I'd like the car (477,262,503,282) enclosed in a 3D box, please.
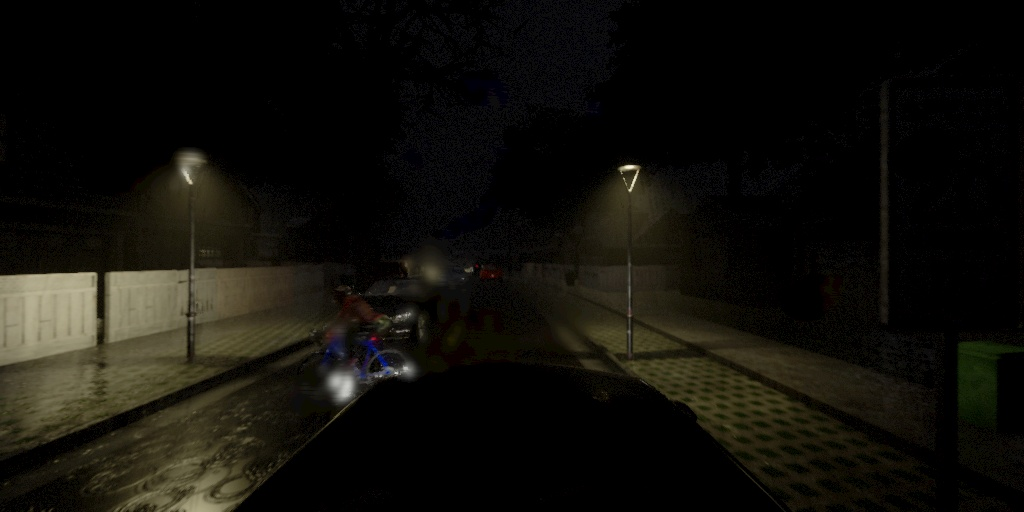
[{"bbox_3d":[-1.972,1.553,33.289,1.882,1.535,5.008,0,-1,-7],"label":"car"}]

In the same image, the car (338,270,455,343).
[{"bbox_3d":[-3.069,1.324,10.007,2.128,1.511,4.902,0,0,-2],"label":"car"}]

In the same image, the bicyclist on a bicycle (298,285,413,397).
[{"bbox_3d":[-2.277,1.239,5.185,1.656,1.620,0.582,-2,0,-1],"label":"bicyclist on a bicycle"}]

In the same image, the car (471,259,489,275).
[{"bbox_3d":[-4.099,1.452,47.272,2.150,2.045,5.566,0,-1,-10],"label":"car"}]

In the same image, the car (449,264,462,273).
[{"bbox_3d":[-9.063,1.954,57.227,1.895,1.301,4.718,0,-1,-12],"label":"car"}]

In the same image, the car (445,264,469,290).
[{"bbox_3d":[-4.015,1.518,25.211,1.812,1.442,4.674,0,-1,-5],"label":"car"}]
